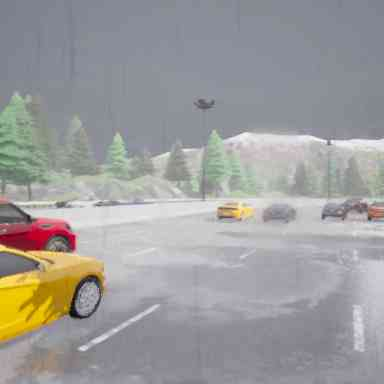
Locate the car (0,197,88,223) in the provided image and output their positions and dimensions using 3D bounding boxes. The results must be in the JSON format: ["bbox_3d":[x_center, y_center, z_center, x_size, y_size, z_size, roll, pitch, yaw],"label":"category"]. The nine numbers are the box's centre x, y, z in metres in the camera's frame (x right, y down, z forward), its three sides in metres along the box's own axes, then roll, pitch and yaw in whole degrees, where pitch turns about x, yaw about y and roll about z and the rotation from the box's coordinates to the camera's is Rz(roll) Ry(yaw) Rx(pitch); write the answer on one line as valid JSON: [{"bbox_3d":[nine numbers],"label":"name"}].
[{"bbox_3d":[-5.501,1.125,8.270,2.150,2.045,5.566,1,0,26],"label":"car"}]

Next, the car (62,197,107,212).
[{"bbox_3d":[-11.529,1.286,36.104,1.812,1.442,4.674,1,0,27],"label":"car"}]

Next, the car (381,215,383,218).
[{"bbox_3d":[6.867,1.634,9.713,1.994,1.385,4.181,1,0,26],"label":"car"}]

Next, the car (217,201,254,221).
[{"bbox_3d":[3.664,1.466,27.119,1.882,1.535,5.008,1,0,26],"label":"car"}]

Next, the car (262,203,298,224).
[{"bbox_3d":[6.876,1.584,25.730,2.033,1.411,5.357,1,0,26],"label":"car"}]

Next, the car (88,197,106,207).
[{"bbox_3d":[-8.473,1.370,34.397,1.994,1.385,4.181,1,0,27],"label":"car"}]

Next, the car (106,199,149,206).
[{"bbox_3d":[-5.772,1.374,32.015,1.812,1.442,4.674,1,0,27],"label":"car"}]

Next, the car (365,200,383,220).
[{"bbox_3d":[16.447,1.513,28.666,2.097,1.767,4.553,1,0,31],"label":"car"}]

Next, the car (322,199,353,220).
[{"bbox_3d":[12.633,1.654,29.294,2.033,1.411,5.357,1,0,29],"label":"car"}]

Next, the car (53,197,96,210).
[{"bbox_3d":[-13.784,1.323,39.401,1.895,1.301,4.718,1,0,28],"label":"car"}]

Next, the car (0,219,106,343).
[{"bbox_3d":[-3.336,1.417,4.724,1.882,1.535,5.008,1,0,26],"label":"car"}]

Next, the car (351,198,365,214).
[{"bbox_3d":[19.225,1.530,38.977,2.097,1.767,4.553,1,0,38],"label":"car"}]
